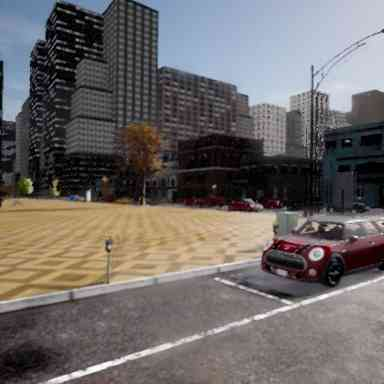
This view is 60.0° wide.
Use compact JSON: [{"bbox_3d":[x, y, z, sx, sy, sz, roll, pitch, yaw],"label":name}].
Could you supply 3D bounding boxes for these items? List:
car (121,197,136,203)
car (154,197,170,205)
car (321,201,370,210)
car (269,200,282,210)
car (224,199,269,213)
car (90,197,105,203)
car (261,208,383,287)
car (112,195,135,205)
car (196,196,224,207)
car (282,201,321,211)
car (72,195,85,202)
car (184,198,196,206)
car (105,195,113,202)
[{"bbox_3d":[-15.801,1.912,82.246,1.752,1.417,4.829,1,-1,-35],"label":"car"},{"bbox_3d":[-6.181,1.748,68.446,1.967,1.590,4.097,1,-1,-35],"label":"car"},{"bbox_3d":[16.710,1.678,35.828,2.008,1.369,4.403,1,-1,-35],"label":"car"},{"bbox_3d":[10.441,1.758,44.821,1.802,1.307,4.206,1,-1,-35],"label":"car"},{"bbox_3d":[5.884,1.476,36.256,1.967,1.590,4.097,1,-1,-35],"label":"car"},{"bbox_3d":[-22.577,1.834,77.314,1.947,1.339,4.313,1,-1,-35],"label":"car"},{"bbox_3d":[3.823,1.437,9.260,4.097,1.590,1.967,0,1,-36],"label":"car"},{"bbox_3d":[-12.958,1.715,63.512,1.752,1.417,4.829,1,-1,-35],"label":"car"},{"bbox_3d":[3.410,1.547,54.834,2.192,1.841,5.009,1,-1,-35],"label":"car"},{"bbox_3d":[13.575,1.718,40.325,1.947,1.339,4.313,1,-1,-35],"label":"car"},{"bbox_3d":[-28.829,1.845,86.282,1.752,1.417,4.829,1,-1,-35],"label":"car"},{"bbox_3d":[0.208,1.697,59.368,1.967,1.590,4.097,1,-1,-35],"label":"car"},{"bbox_3d":[-22.051,1.753,91.217,2.192,1.841,5.009,1,-1,-35],"label":"car"}]
